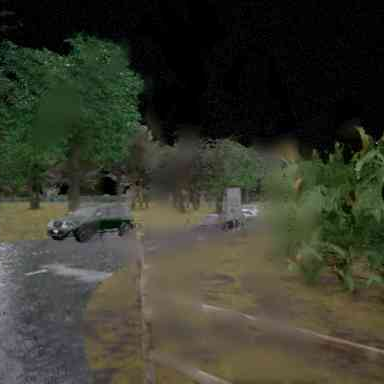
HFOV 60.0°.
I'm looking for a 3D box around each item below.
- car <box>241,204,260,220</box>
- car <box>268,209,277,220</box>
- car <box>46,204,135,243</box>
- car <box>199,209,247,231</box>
[{"bbox_3d":[7.427,2.682,44.544,2.150,2.045,5.566,-1,-3,28],"label":"car"},{"bbox_3d":[11.566,2.927,44.529,1.882,1.535,5.008,-1,-3,28],"label":"car"},{"bbox_3d":[-5.709,1.750,19.580,2.150,2.045,5.566,-1,-2,28],"label":"car"},{"bbox_3d":[2.443,2.341,27.110,2.033,1.411,5.357,-1,-3,28],"label":"car"}]
